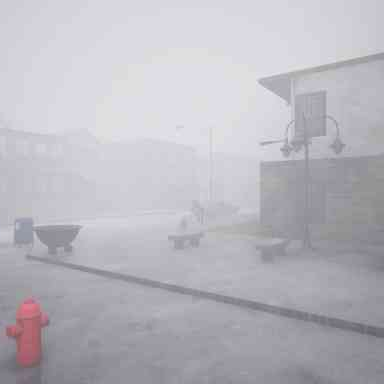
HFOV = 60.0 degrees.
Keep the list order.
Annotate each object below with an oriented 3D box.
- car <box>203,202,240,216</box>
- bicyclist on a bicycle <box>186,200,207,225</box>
[{"bbox_3d":[2.853,1.601,32.478,1.895,1.301,4.718,0,0,35],"label":"car"},{"bbox_3d":[0.285,1.340,21.633,1.656,1.620,0.582,0,0,35],"label":"bicyclist on a bicycle"}]
